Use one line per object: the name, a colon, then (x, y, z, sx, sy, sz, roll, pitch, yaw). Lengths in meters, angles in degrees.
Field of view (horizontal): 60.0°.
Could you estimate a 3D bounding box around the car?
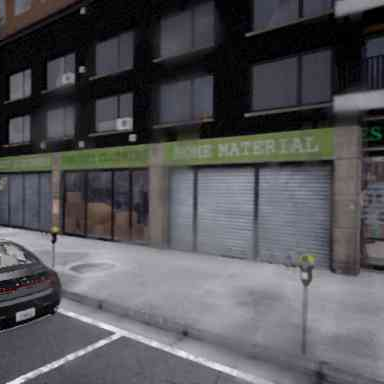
car: (-4.164, 1.511, 6.029, 4.403, 1.369, 2.008, 0, 1, 35)
